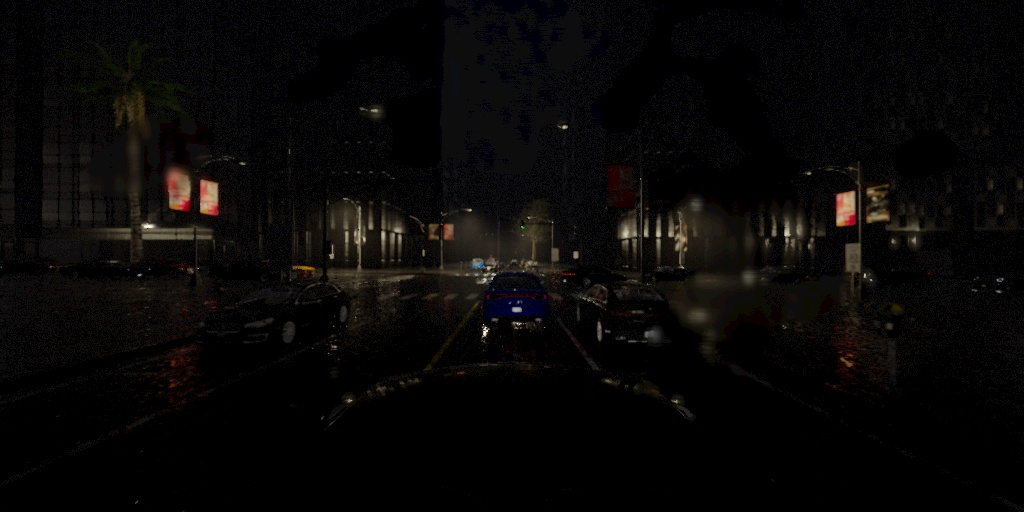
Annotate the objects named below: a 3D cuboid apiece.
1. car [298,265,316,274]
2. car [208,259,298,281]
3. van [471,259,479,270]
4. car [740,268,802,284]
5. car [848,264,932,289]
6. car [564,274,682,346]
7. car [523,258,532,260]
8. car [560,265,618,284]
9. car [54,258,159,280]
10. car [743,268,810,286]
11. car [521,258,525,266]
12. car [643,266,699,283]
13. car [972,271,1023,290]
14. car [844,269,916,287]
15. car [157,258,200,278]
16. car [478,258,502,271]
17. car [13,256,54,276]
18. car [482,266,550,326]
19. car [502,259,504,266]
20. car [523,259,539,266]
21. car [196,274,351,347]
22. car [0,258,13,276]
[{"bbox_3d":[-18.079,1.039,28.077,5.008,1.535,1.882,1,0,0],"label":"car"},{"bbox_3d":[-18.081,1.020,24.833,5.008,1.535,1.882,1,0,1],"label":"car"},{"bbox_3d":[-5.512,1.327,57.059,1.690,1.789,3.998,0,0,1],"label":"van"},{"bbox_3d":[24.939,1.909,34.621,4.674,1.442,1.812,1,0,0],"label":"car"},{"bbox_3d":[33.092,1.741,31.335,5.566,2.045,2.150,1,0,1],"label":"car"},{"bbox_3d":[2.764,1.332,9.287,2.007,1.370,4.403,0,0,0],"label":"car"},{"bbox_3d":[3.015,1.511,57.152,1.751,1.417,4.829,0,0,1],"label":"car"},{"bbox_3d":[5.553,1.405,24.044,4.892,1.490,1.837,2,-3,-27],"label":"car"},{"bbox_3d":[-27.978,0.969,24.855,4.718,1.301,1.895,1,0,0],"label":"car"},{"bbox_3d":[23.170,1.822,31.379,4.902,1.511,2.128,1,0,0],"label":"car"},{"bbox_3d":[3.064,1.561,62.495,2.007,1.370,4.403,0,0,1],"label":"car"},{"bbox_3d":[13.751,1.646,31.397,4.902,1.511,2.128,1,0,-1],"label":"car"},{"bbox_3d":[43.389,2.067,31.265,4.553,1.767,2.097,1,0,1],"label":"car"},{"bbox_3d":[35.418,2.060,34.574,5.008,1.535,1.882,1,0,0],"label":"car"},{"bbox_3d":[-27.281,0.926,28.106,4.674,1.442,1.812,1,0,0],"label":"car"},{"bbox_3d":[-2.899,1.441,48.659,2.128,1.511,4.902,0,0,2],"label":"car"},{"bbox_3d":[-37.400,0.752,28.153,4.674,1.442,1.812,1,0,0],"label":"car"},{"bbox_3d":[0.102,1.269,11.937,1.882,1.535,5.008,0,0,-1],"label":"car"},{"bbox_3d":[-2.783,1.540,58.398,2.033,1.411,5.357,0,0,1],"label":"car"},{"bbox_3d":[2.962,1.512,51.469,2.007,1.370,4.403,0,0,1],"label":"car"},{"bbox_3d":[-5.761,1.332,9.292,2.007,1.370,4.403,0,0,0],"label":"car"},{"bbox_3d":[-38.418,0.716,24.905,4.674,1.442,1.812,1,0,0],"label":"car"}]
